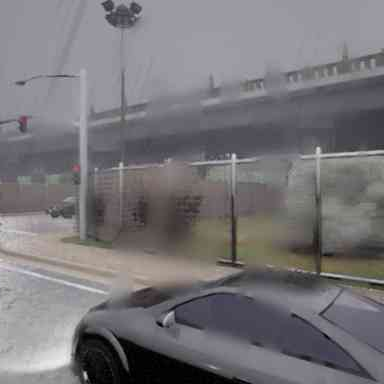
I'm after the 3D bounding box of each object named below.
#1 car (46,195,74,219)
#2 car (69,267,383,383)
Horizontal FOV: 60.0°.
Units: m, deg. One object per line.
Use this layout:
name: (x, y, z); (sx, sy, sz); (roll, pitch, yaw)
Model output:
car: (-10.492, 1.296, 30.611); (2.150, 2.045, 5.566); (0, 0, 35)
car: (0.583, 1.565, 3.577); (4.181, 1.385, 1.994); (0, 0, 36)
